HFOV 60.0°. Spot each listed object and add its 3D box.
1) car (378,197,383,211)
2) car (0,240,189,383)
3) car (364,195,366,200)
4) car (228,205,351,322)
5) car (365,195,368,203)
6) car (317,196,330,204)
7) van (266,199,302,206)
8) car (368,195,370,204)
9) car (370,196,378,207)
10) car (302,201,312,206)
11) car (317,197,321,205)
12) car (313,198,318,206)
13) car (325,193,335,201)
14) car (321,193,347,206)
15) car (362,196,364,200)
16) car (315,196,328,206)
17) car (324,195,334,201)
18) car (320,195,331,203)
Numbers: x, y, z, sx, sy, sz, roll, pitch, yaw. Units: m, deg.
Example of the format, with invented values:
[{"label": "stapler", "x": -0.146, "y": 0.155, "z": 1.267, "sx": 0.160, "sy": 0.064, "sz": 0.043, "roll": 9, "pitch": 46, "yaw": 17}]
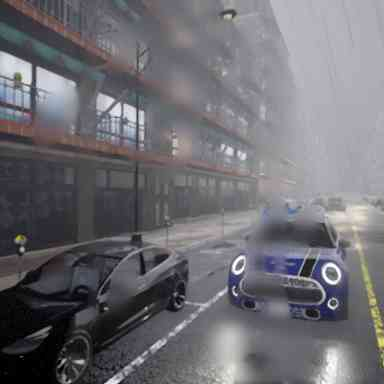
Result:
[{"label": "car", "x": 22.717, "y": 1.561, "z": 37.949, "sx": 1.802, "sy": 1.307, "sz": 4.206, "roll": 1, "pitch": 0, "yaw": 25}, {"label": "car", "x": -1.517, "y": 1.569, "z": 5.482, "sx": 1.947, "sy": 1.339, "sz": 4.313, "roll": 1, "pitch": 0, "yaw": 25}, {"label": "car", "x": 34.609, "y": 1.504, "z": 63.686, "sx": 2.008, "sy": 1.369, "sz": 4.403, "roll": 1, "pitch": 0, "yaw": 25}, {"label": "car", "x": 2.387, "y": 1.352, "z": 7.546, "sx": 2.097, "sy": 1.767, "sz": 4.553, "roll": 0, "pitch": 0, "yaw": 25}, {"label": "car", "x": 32.230, "y": 1.510, "z": 58.539, "sx": 2.008, "sy": 1.369, "sz": 4.403, "roll": 1, "pitch": 0, "yaw": 25}, {"label": "car", "x": 24.650, "y": 1.518, "z": 62.113, "sx": 2.008, "sy": 1.369, "sz": 4.403, "roll": 1, "pitch": 0, "yaw": 25}, {"label": "van", "x": 5.622, "y": 1.341, "z": 20.925, "sx": 1.690, "sy": 1.788, "sz": 3.998, "roll": 1, "pitch": 0, "yaw": 25}, {"label": "car", "x": 29.852, "y": 1.510, "z": 53.391, "sx": 1.887, "sy": 1.381, "sz": 4.507, "roll": 1, "pitch": 0, "yaw": 25}, {"label": "car", "x": 27.474, "y": 1.410, "z": 48.242, "sx": 1.967, "sy": 1.590, "sz": 4.097, "roll": 1, "pitch": 0, "yaw": 25}, {"label": "car", "x": 7.998, "y": 1.542, "z": 26.074, "sx": 1.887, "sy": 1.381, "sz": 4.507, "roll": 1, "pitch": 0, "yaw": 25}, {"label": "car", "x": 19.893, "y": 1.543, "z": 51.817, "sx": 1.947, "sy": 1.339, "sz": 4.313, "roll": 1, "pitch": 0, "yaw": 25}, {"label": "car", "x": 10.377, "y": 1.545, "z": 31.223, "sx": 2.008, "sy": 1.369, "sz": 4.403, "roll": 1, "pitch": 0, "yaw": 25}, {"label": "car", "x": 36.547, "y": 1.248, "z": 87.851, "sx": 2.192, "sy": 1.841, "sz": 5.009, "roll": 1, "pitch": 0, "yaw": 25}, {"label": "car", "x": 15.649, "y": 1.339, "z": 36.250, "sx": 2.097, "sy": 1.767, "sz": 4.553, "roll": 0, "pitch": 0, "yaw": 25}, {"label": "car", "x": 36.987, "y": 1.492, "z": 68.834, "sx": 1.887, "sy": 1.381, "sz": 4.507, "roll": 1, "pitch": 0, "yaw": 25}, {"label": "car", "x": 22.201, "y": 1.498, "z": 56.810, "sx": 1.752, "sy": 1.417, "sz": 4.829, "roll": 1, "pitch": 0, "yaw": 25}, {"label": "car", "x": 34.165, "y": 1.491, "z": 82.705, "sx": 2.008, "sy": 1.369, "sz": 4.403, "roll": 1, "pitch": 0, "yaw": 25}, {"label": "car", "x": 27.031, "y": 1.401, "z": 67.261, "sx": 1.967, "sy": 1.590, "sz": 4.097, "roll": 1, "pitch": 0, "yaw": 25}]
